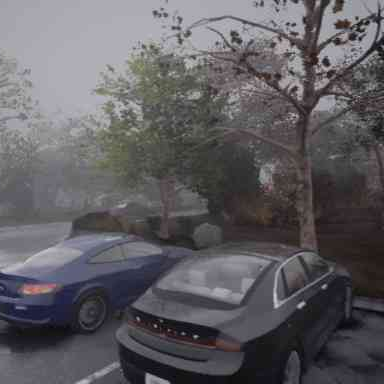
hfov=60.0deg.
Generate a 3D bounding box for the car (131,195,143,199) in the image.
[{"bbox_3d":[-10.226,1.579,60.627,2.150,2.045,5.566,-2,0,1],"label":"car"}]

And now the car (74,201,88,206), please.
[{"bbox_3d":[-26.089,2.796,78.040,4.718,1.301,1.895,-3,-2,34],"label":"car"}]

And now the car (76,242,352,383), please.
[{"bbox_3d":[1.077,1.504,5.040,2.231,1.521,4.892,-1,0,35],"label":"car"}]

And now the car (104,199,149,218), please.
[{"bbox_3d":[-5.655,1.600,28.489,1.812,1.442,4.674,-4,-2,35],"label":"car"}]

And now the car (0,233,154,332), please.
[{"bbox_3d":[-1.588,1.581,6.945,2.002,1.452,4.674,-1,0,36],"label":"car"}]
